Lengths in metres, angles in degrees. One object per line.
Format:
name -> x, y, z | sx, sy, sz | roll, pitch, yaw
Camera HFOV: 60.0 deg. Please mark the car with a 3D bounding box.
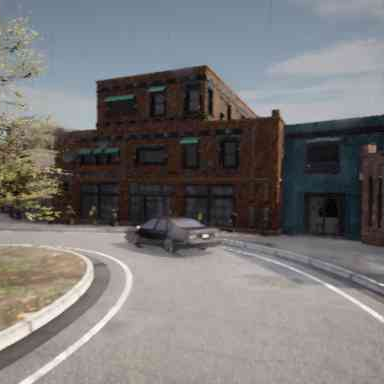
car -> -1.035, 1.776, 14.602 | 2.033, 1.411, 5.357 | 1, -2, -38
